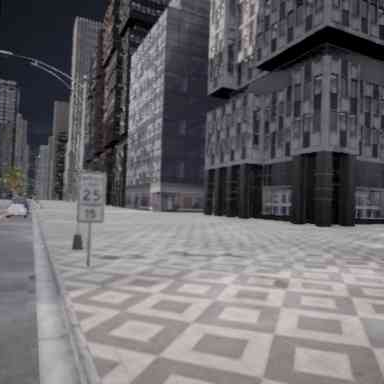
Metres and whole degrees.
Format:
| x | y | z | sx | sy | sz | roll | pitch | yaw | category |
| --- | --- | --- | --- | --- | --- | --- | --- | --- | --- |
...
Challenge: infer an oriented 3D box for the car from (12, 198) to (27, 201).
| x | y | z | sx | sy | sz | roll | pitch | yaw | category |
| --- | --- | --- | --- | --- | --- | --- | --- | --- | --- |
| -23.012 | 1.826 | 44.438 | 2.150 | 2.045 | 5.566 | 3 | -2 | -26 | car |

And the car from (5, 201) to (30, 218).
| x | y | z | sx | sy | sz | roll | pitch | yaw | category |
| --- | --- | --- | --- | --- | --- | --- | --- | --- | --- |
| -18.652 | 2.007 | 35.514 | 1.812 | 1.442 | 4.674 | 3 | -2 | -26 | car |
